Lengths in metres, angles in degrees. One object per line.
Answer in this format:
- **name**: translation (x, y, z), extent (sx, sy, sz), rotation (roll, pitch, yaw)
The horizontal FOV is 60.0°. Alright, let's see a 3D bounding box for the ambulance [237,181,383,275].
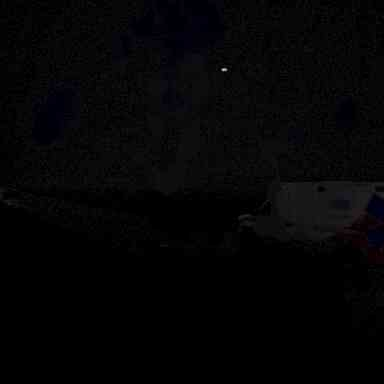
- **ambulance**: translation (4.168, 0.907, 10.418), extent (2.351, 2.431, 6.366), rotation (-2, 2, -36)

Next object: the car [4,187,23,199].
- **car**: translation (-24.558, 0.088, 45.708), extent (1.882, 1.535, 5.008), rotation (-2, 3, -36)
